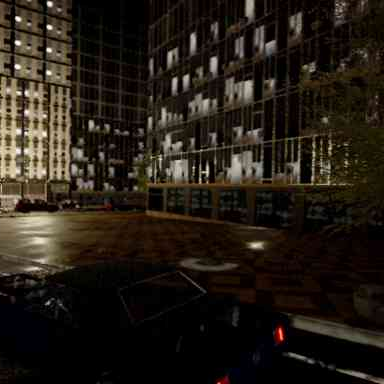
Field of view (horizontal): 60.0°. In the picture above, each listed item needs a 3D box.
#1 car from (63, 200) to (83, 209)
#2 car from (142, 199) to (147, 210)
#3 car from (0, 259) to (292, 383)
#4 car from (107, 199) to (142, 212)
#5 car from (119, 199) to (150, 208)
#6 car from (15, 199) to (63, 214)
[{"bbox_3d":[-19.164,1.901,51.356,4.403,1.369,2.008,0,1,-34],"label":"car"},{"bbox_3d":[-5.355,1.916,51.257,5.009,1.841,2.192,0,1,-34],"label":"car"},{"bbox_3d":[-1.276,1.613,4.471,4.718,1.301,1.895,0,0,35],"label":"car"},{"bbox_3d":[-10.036,2.108,48.058,4.507,1.381,1.887,0,1,-34],"label":"car"},{"bbox_3d":[-9.950,1.950,57.666,4.829,1.417,1.752,0,1,-34],"label":"car"},{"bbox_3d":[-19.386,1.803,41.648,5.009,1.841,2.192,0,1,-34],"label":"car"}]
